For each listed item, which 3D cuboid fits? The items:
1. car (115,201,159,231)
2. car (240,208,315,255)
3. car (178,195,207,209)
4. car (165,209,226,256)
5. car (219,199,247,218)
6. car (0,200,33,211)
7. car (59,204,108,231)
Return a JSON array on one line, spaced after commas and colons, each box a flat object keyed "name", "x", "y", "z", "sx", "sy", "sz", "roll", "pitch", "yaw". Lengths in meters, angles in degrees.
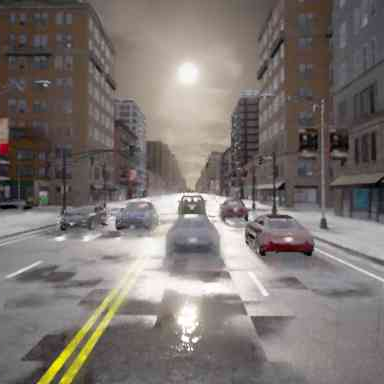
[{"name": "car", "x": -3.296, "y": 1.362, "z": 20.688, "sx": 2.097, "sy": 1.767, "sz": 4.553, "roll": 0, "pitch": 0, "yaw": 1}, {"name": "car", "x": 3.300, "y": 1.572, "z": 13.267, "sx": 1.994, "sy": 1.385, "sz": 4.181, "roll": 0, "pitch": 0, "yaw": 1}, {"name": "car", "x": 0.031, "y": 1.234, "z": 26.411, "sx": 2.150, "sy": 2.045, "sz": 5.566, "roll": 0, "pitch": 0, "yaw": 1}, {"name": "car", "x": 0.050, "y": 1.572, "z": 13.110, "sx": 1.994, "sy": 1.385, "sz": 4.181, "roll": 0, "pitch": 0, "yaw": 1}, {"name": "car", "x": 3.333, "y": 1.366, "z": 27.205, "sx": 2.097, "sy": 1.767, "sz": 4.553, "roll": 0, "pitch": 0, "yaw": 1}, {"name": "car", "x": -22.122, "y": 1.599, "z": 41.333, "sx": 4.313, "sy": 1.339, "sz": 1.947, "roll": 0, "pitch": 0, "yaw": 0}, {"name": "car", "x": -6.545, "y": 1.517, "z": 20.558, "sx": 1.837, "sy": 1.490, "sz": 4.892, "roll": 0, "pitch": 0, "yaw": 0}]
